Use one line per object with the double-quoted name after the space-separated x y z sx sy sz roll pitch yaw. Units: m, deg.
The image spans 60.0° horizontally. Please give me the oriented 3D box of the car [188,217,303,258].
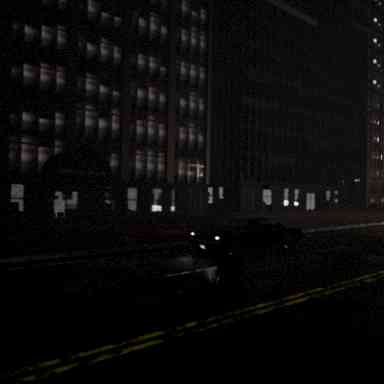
2.200 1.674 13.203 4.718 1.301 1.895 1 0 -35 "car"
